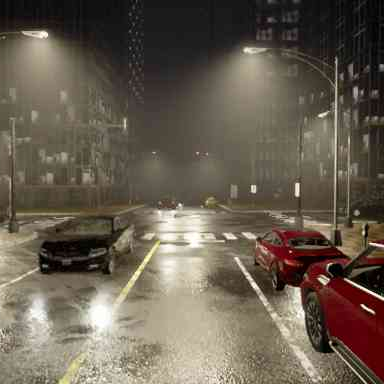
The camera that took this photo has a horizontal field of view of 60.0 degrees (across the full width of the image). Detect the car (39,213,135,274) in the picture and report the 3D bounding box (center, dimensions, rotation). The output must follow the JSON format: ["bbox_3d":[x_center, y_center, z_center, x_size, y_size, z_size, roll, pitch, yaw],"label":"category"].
[{"bbox_3d":[-3.103,1.476,10.717,1.882,1.535,5.008,0,0,0],"label":"car"}]

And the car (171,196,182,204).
[{"bbox_3d":[-3.046,1.576,66.248,1.895,1.301,4.718,0,0,1],"label":"car"}]

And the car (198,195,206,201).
[{"bbox_3d":[2.662,1.504,86.571,2.008,1.369,4.403,-1,0,0],"label":"car"}]

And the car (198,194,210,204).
[{"bbox_3d":[2.700,1.293,63.388,2.192,1.841,5.009,-1,0,0],"label":"car"}]

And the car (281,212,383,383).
[{"bbox_3d":[2.671,1.315,3.144,2.192,1.841,5.009,-1,0,0],"label":"car"}]

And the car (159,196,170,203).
[{"bbox_3d":[-5.683,1.537,69.610,1.947,1.339,4.313,-1,0,0],"label":"car"}]

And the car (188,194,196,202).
[{"bbox_3d":[-0.014,1.554,74.231,1.895,1.301,4.718,0,0,0],"label":"car"}]

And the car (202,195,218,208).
[{"bbox_3d":[2.797,1.514,48.306,1.752,1.417,4.829,-1,0,0],"label":"car"}]

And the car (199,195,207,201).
[{"bbox_3d":[2.663,1.525,80.897,1.947,1.339,4.313,-1,0,0],"label":"car"}]

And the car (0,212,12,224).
[{"bbox_3d":[-15.812,1.662,23.583,5.357,1.411,2.033,0,1,-2],"label":"car"}]

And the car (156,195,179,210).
[{"bbox_3d":[-3.121,1.344,42.672,2.097,1.767,4.553,0,0,1],"label":"car"}]

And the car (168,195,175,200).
[{"bbox_3d":[-5.686,1.529,92.305,1.802,1.307,4.206,-1,0,0],"label":"car"}]

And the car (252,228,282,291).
[{"bbox_3d":[2.676,1.582,8.769,1.802,1.307,4.206,-1,0,0],"label":"car"}]

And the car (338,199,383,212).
[{"bbox_3d":[15.644,1.368,29.822,4.892,1.490,1.837,0,1,-5],"label":"car"}]

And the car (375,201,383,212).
[{"bbox_3d":[16.123,1.547,24.047,4.313,1.339,1.947,0,1,-5],"label":"car"}]

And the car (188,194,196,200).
[{"bbox_3d":[-0.016,1.266,84.204,1.882,1.535,5.008,0,0,0],"label":"car"}]

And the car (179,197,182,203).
[{"bbox_3d":[-3.101,1.464,52.841,1.882,1.535,5.008,0,0,0],"label":"car"}]

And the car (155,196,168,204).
[{"bbox_3d":[-5.852,1.543,63.936,1.947,1.339,4.313,-1,0,0],"label":"car"}]
